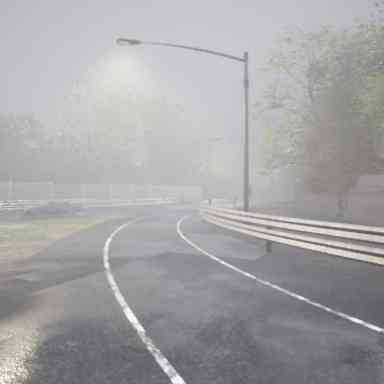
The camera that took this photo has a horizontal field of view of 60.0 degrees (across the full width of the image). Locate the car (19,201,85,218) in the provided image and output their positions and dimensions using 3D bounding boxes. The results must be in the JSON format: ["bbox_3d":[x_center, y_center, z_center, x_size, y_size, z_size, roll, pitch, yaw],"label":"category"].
[{"bbox_3d":[-12.645,1.490,30.335,5.357,1.411,2.033,0,0,-40],"label":"car"}]
